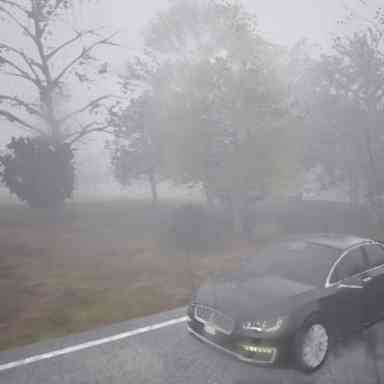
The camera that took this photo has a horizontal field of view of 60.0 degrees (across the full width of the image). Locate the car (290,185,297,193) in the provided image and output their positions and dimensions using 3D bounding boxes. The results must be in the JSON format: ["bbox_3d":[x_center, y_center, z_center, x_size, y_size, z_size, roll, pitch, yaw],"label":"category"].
[{"bbox_3d":[21.321,-0.678,69.351,1.812,1.442,4.674,-2,3,31],"label":"car"}]

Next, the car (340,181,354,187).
[{"bbox_3d":[35.637,-1.901,75.652,5.357,1.411,2.033,-4,2,-16],"label":"car"}]

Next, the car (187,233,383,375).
[{"bbox_3d":[2.159,1.537,5.758,4.892,1.490,1.837,1,0,-38],"label":"car"}]

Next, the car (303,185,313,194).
[{"bbox_3d":[22.585,-0.596,64.766,1.882,1.535,5.008,-3,3,21],"label":"car"}]
